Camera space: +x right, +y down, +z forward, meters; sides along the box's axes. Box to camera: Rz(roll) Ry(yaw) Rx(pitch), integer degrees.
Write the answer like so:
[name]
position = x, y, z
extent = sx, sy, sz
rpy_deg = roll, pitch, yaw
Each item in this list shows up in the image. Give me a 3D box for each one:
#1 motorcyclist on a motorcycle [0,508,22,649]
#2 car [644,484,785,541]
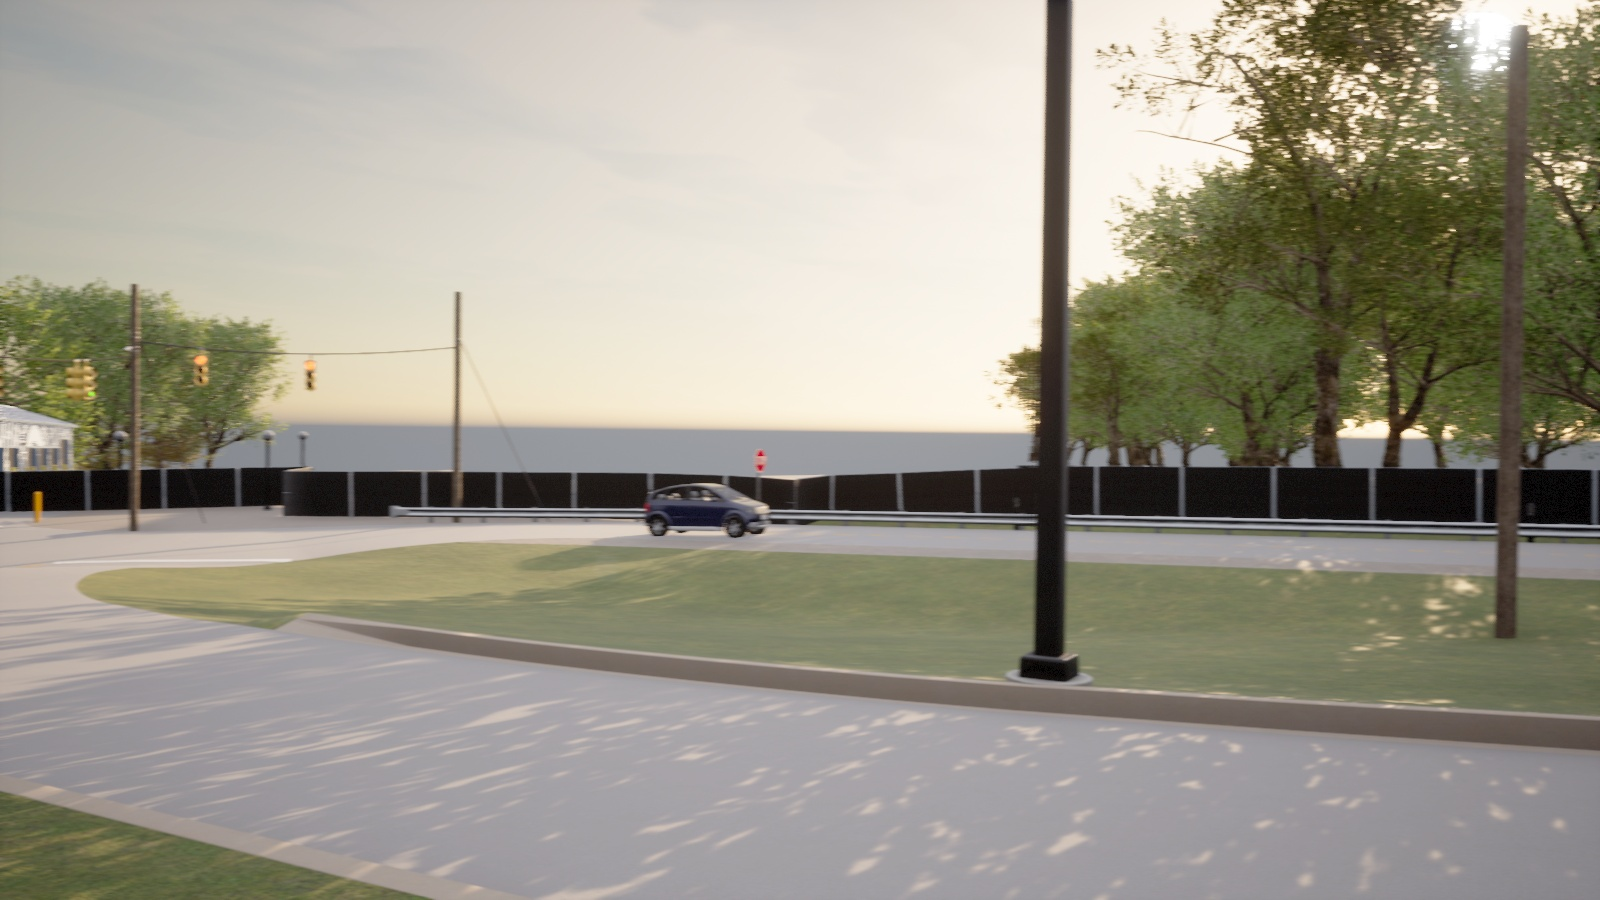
[motorcyclist on a motorcycle]
position = -9.947, 1.480, 14.660
extent = 1.817, 1.590, 0.866
rpy_deg = -2, -2, 37
[car]
position = -2.539, 1.843, 37.291
extent = 3.705, 1.549, 1.789
rpy_deg = -2, 0, 23
